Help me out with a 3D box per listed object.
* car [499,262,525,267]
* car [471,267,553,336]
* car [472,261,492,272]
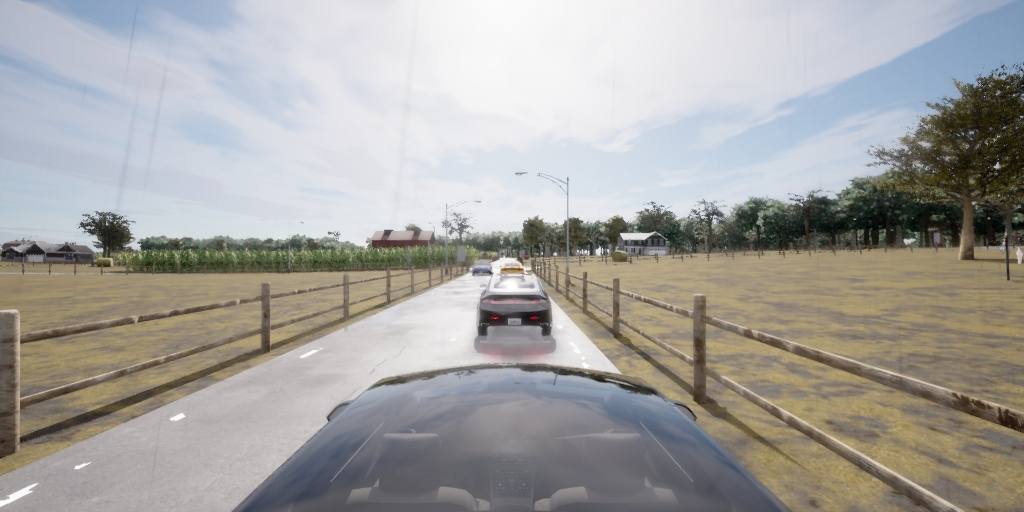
[{"bbox_3d":[0.006,1.194,29.046,1.882,1.535,5.008,0,0,0],"label":"car"},{"bbox_3d":[0.065,1.241,10.389,2.128,1.511,4.902,0,0,0],"label":"car"},{"bbox_3d":[-2.938,1.223,36.292,1.812,1.442,4.674,0,0,0],"label":"car"}]
